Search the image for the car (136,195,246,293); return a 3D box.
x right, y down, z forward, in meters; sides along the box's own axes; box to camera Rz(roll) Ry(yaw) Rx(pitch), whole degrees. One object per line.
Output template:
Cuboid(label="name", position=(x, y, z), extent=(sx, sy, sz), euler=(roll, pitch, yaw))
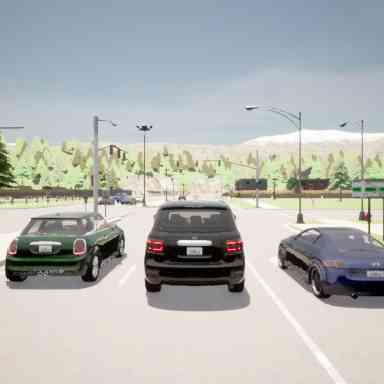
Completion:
Cuboid(label="car", position=(0.072, 1.221, 9.030), extent=(2.150, 2.045, 5.566), euler=(0, 0, 0))

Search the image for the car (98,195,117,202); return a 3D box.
Cuboid(label="car", position=(-14.437, 1.564, 55.638), extent=(1.994, 1.385, 4.181), euler=(0, 0, 1))

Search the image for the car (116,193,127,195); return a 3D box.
Cuboid(label="car", position=(-14.213, 1.223, 66.309), extent=(2.150, 2.045, 5.566), euler=(0, 0, 1))

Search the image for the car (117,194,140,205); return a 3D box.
Cuboid(label="car", position=(-10.901, 1.547, 57.375), extent=(2.033, 1.411, 5.357), euler=(0, 0, 1))

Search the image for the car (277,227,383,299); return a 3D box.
Cuboid(label="car", position=(3.575, 1.564, 8.485), extent=(1.994, 1.385, 4.181), euler=(0, 0, 0))

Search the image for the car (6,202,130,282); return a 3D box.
Cuboid(label="car", position=(-3.420, 1.352, 9.924), extent=(2.097, 1.767, 4.553), euler=(0, 0, 0))

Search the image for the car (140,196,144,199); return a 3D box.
Cuboid(label="car", position=(-10.691, 1.525, 67.426), extent=(1.812, 1.442, 4.674), euler=(0, 0, 2))

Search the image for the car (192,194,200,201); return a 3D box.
Cuboid(label="car", position=(1.089, 1.311, 83.377), extent=(1.882, 1.535, 5.008), euler=(0, 0, 1))
